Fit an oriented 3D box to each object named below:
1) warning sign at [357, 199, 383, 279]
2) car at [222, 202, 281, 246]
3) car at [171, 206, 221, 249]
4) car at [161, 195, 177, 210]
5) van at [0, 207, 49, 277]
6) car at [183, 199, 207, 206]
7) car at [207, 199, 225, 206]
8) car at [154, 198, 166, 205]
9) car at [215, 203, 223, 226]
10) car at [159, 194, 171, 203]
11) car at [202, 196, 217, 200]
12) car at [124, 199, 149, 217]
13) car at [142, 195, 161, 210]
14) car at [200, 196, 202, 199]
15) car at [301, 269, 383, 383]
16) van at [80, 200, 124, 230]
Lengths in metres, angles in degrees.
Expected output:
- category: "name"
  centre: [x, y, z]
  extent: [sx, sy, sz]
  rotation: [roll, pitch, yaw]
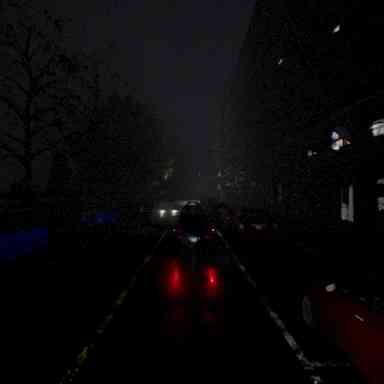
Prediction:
- category: "warning sign"
  centre: [5.066, 1.129, 8.376]
  extent: [1.300, 1.860, 1.060]
  rotation: [0, 0, 0]
- category: "car"
  centre: [2.686, 1.464, 15.312]
  extent: [1.967, 1.590, 4.097]
  rotation: [0, 0, 0]
- category: "car"
  centre: [0.079, 1.548, 14.471]
  extent: [1.812, 1.442, 4.674]
  rotation: [0, 0, 0]
- category: "car"
  centre: [-3.102, 1.552, 44.887]
  extent: [1.882, 1.535, 5.008]
  rotation: [0, 0, 0]
- category: "van"
  centre: [-5.692, 1.356, 9.679]
  extent: [1.690, 1.788, 3.998]
  rotation: [0, 0, 0]
- category: "car"
  centre: [0.079, 1.612, 30.946]
  extent: [1.994, 1.385, 4.181]
  rotation: [0, 0, 0]
- category: "car"
  centre: [2.681, 1.616, 32.204]
  extent: [1.947, 1.339, 4.313]
  rotation: [0, 0, 0]
- category: "car"
  centre: [-5.706, 1.694, 60.351]
  extent: [1.802, 1.307, 4.206]
  rotation: [0, 0, 0]
- category: "car"
  centre: [2.685, 1.614, 20.943]
  extent: [1.802, 1.307, 4.206]
  rotation: [0, 0, 0]
- category: "car"
  centre: [-5.709, 1.457, 71.615]
  extent: [2.192, 1.841, 5.009]
  rotation: [0, 0, 0]
- category: "car"
  centre: [2.678, 1.512, 43.463]
  extent: [1.967, 1.590, 4.097]
  rotation: [0, 0, 0]
- category: "car"
  centre: [-5.699, 1.616, 32.201]
  extent: [1.947, 1.339, 4.313]
  rotation: [0, 0, 0]
- category: "car"
  centre: [-5.701, 1.387, 43.461]
  extent: [2.192, 1.841, 5.009]
  rotation: [0, 0, 0]
- category: "car"
  centre: [2.676, 1.624, 54.894]
  extent: [1.752, 1.417, 4.829]
  rotation: [0, 0, 0]
- category: "car"
  centre: [2.689, 1.589, 4.050]
  extent: [1.802, 1.307, 4.206]
  rotation: [0, 0, 0]
- category: "van"
  centre: [-5.696, 1.373, 20.941]
  extent: [1.690, 1.788, 3.998]
  rotation: [0, 0, 0]
